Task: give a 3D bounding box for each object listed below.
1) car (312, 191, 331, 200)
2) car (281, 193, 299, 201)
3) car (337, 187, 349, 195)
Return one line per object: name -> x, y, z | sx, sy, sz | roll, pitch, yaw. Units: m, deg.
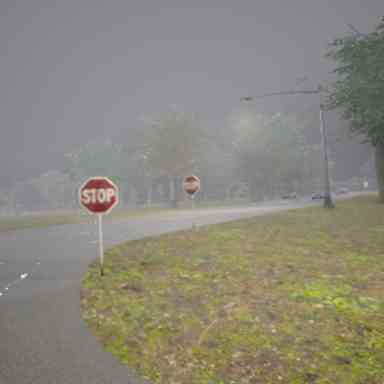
car -> 19.391, 0.480, 49.610 | 1.895, 1.301, 4.718 | -5, -1, 33
car -> 17.410, 0.810, 59.024 | 1.895, 1.301, 4.718 | -5, -1, 34
car -> 37.036, -0.269, 81.690 | 2.097, 1.767, 4.553 | -5, -1, 33
